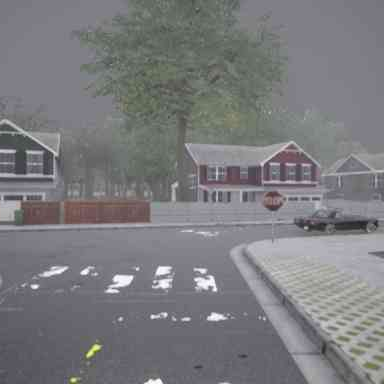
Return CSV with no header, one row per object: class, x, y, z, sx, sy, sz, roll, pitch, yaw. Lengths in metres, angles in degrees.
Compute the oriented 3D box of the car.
car,8.378,1.715,19.156,4.718,1.301,1.895,1,0,-20
